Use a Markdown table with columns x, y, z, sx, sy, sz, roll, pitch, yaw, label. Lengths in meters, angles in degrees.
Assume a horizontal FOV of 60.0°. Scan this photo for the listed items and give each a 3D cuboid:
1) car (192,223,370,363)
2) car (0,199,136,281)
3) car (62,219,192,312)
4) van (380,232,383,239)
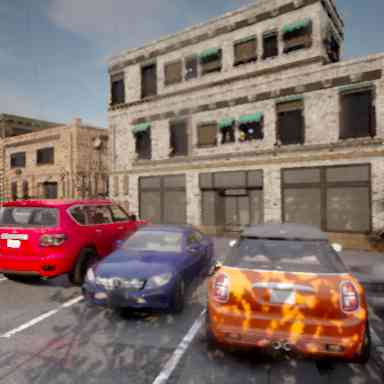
| x | y | z | sx | sy | sz | roll | pitch | yaw | label |
| --- | --- | --- | --- | --- | --- | --- | --- | --- | --- |
| 1.692 | 1.357 | 6.207 | 2.185 | 1.767 | 4.553 | 0 | -1 | 15 | car |
| -3.071 | 1.231 | 9.667 | 2.435 | 2.045 | 5.566 | 0 | -1 | 15 | car |
| -0.684 | 1.522 | 7.935 | 2.002 | 1.452 | 4.674 | 1 | -1 | 15 | car |
| 4.121 | 1.262 | 4.649 | 1.878 | 1.987 | 4.442 | 0 | -1 | 15 | van |
